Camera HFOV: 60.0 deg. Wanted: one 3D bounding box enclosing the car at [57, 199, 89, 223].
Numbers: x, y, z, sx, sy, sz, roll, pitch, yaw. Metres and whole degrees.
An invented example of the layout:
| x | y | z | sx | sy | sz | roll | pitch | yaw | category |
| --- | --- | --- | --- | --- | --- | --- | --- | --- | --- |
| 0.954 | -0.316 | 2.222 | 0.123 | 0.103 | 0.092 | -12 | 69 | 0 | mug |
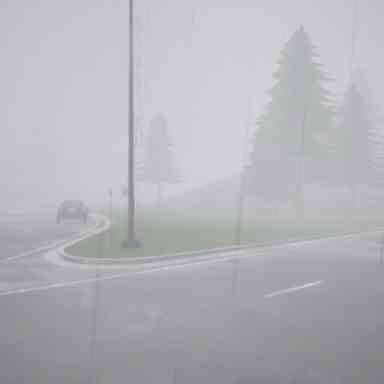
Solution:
| x | y | z | sx | sy | sz | roll | pitch | yaw | category |
| --- | --- | --- | --- | --- | --- | --- | --- | --- | --- |
| -9.112 | 1.350 | 25.718 | 2.097 | 1.767 | 4.553 | 0 | 0 | -15 | car |
